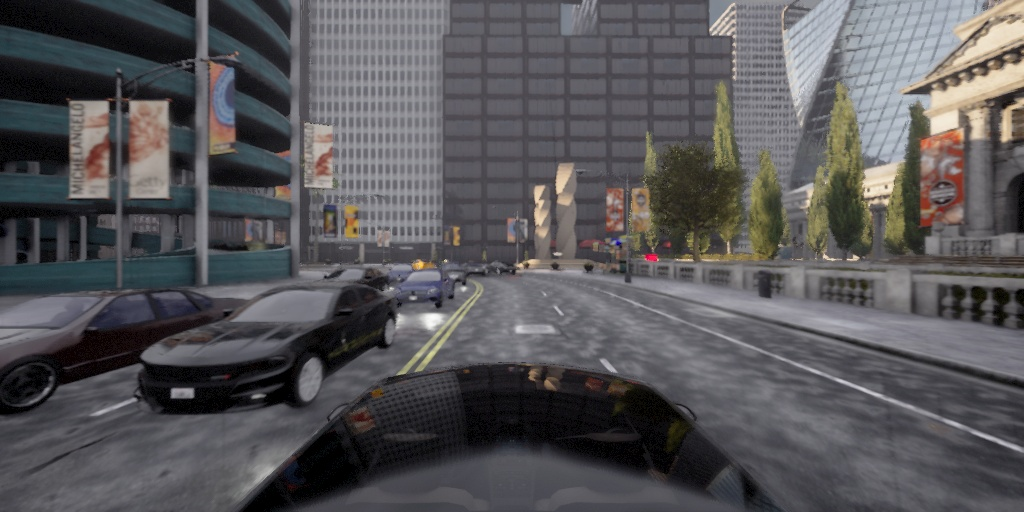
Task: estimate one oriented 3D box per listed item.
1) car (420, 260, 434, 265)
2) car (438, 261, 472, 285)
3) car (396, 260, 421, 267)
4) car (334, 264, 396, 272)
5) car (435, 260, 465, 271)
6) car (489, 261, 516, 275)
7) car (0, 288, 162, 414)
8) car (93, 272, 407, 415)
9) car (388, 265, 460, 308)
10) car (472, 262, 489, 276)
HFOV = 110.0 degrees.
[{"bbox_3d":[-12.202,1.226,47.508,1.882,1.535,5.008,0,0,-45],"label":"car"},{"bbox_3d":[-4.267,1.241,25.792,2.128,1.511,4.902,0,0,-10],"label":"car"},{"bbox_3d":[-7.972,1.275,26.329,1.812,1.442,4.674,0,0,-10],"label":"car"},{"bbox_3d":[-7.091,1.227,16.095,1.882,1.535,5.008,0,0,0],"label":"car"},{"bbox_3d":[-8.487,1.313,48.711,1.994,1.385,4.181,0,0,-43],"label":"car"},{"bbox_3d":[-1.291,1.255,38.443,1.837,1.490,4.892,0,0,-29],"label":"car"},{"bbox_3d":[-7.099,1.297,6.270,2.033,1.411,5.357,0,0,0],"label":"car"},{"bbox_3d":[-3.603,1.228,6.418,1.882,1.535,5.008,0,0,0],"label":"car"},{"bbox_3d":[-3.608,1.275,15.451,1.812,1.442,4.674,0,0,0],"label":"car"},{"bbox_3d":[-4.287,1.313,36.633,1.994,1.385,4.181,0,0,-26],"label":"car"}]
